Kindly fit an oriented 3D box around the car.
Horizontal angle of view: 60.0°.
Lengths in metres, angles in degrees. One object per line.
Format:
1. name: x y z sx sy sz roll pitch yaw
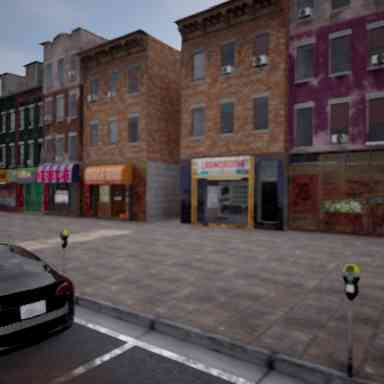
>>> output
1. car: -3.717 1.525 5.458 4.313 1.339 1.947 0 0 35
